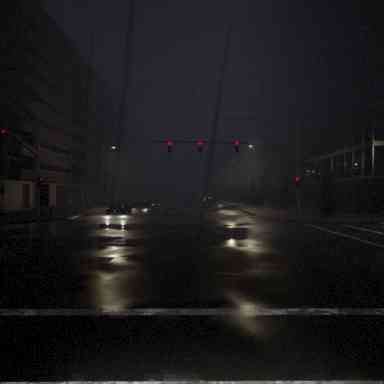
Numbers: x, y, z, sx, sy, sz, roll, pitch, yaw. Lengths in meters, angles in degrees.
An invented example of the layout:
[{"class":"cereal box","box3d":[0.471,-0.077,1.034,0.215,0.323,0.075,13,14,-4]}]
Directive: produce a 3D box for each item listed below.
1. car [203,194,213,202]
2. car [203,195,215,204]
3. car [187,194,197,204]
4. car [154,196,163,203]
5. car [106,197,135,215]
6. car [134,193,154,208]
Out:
[{"class":"car","box3d":[3.511,1.355,74.600,2.097,1.767,4.553,0,0,1]},{"class":"car","box3d":[3.500,1.492,64.735,2.128,1.511,4.902,0,0,1]},{"class":"car","box3d":[0.001,1.564,64.646,1.994,1.385,4.181,0,0,1]},{"class":"car","box3d":[-7.055,1.560,68.839,2.033,1.411,5.357,0,0,1]},{"class":"car","box3d":[-7.446,1.526,34.253,1.812,1.442,4.674,0,0,0]},{"class":"car","box3d":[-7.381,1.221,48.443,2.150,2.045,5.566,0,0,1]}]
